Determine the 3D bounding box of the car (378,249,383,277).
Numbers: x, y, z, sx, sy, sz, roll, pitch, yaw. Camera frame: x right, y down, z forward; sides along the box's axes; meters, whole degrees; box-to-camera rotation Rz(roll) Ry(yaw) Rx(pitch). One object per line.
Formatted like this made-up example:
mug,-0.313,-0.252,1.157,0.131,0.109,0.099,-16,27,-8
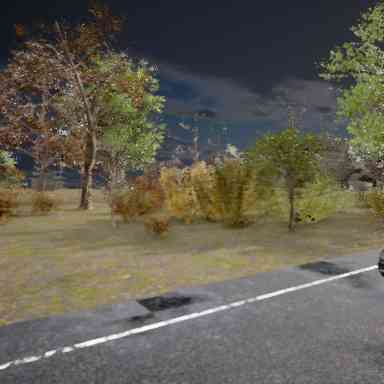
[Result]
car,6.835,1.517,8.872,4.674,1.442,1.812,0,0,-36
